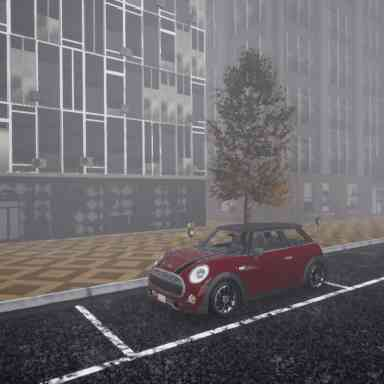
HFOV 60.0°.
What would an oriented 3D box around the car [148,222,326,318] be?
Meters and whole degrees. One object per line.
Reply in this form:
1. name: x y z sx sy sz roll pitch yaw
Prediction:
1. car: 1.059 1.439 7.323 4.097 1.590 1.967 0 -1 -35
